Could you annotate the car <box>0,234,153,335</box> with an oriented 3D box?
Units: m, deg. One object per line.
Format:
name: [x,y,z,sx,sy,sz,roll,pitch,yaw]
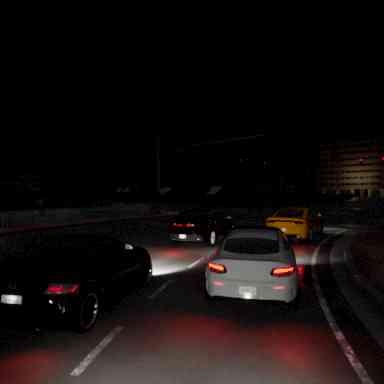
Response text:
car: [-2.277,1.561,6.905,1.994,1.385,4.181,0,0,11]

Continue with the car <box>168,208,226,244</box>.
car: [0.591,1.499,15.344,1.837,1.490,4.892,0,0,23]

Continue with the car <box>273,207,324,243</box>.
car: [5.190,1.471,16.451,1.882,1.535,5.008,0,0,30]

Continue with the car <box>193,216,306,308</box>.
car: [1.514,1.523,7.937,1.812,1.442,4.674,0,0,14]
